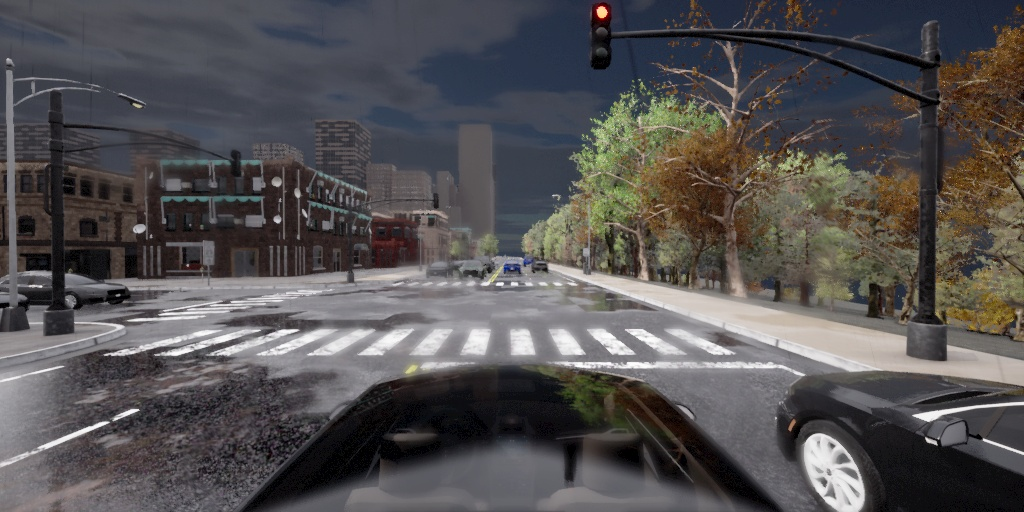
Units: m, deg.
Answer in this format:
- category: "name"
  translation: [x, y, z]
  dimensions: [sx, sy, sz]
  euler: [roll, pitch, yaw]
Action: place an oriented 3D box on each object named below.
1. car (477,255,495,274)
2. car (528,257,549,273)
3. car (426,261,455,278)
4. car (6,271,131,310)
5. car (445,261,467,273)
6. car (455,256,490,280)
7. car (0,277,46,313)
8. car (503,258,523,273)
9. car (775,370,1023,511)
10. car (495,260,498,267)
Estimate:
- category: "car"
  translation: [-3.425, 0.958, 41.292]
  dimensions: [2.150, 2.045, 5.566]
  euler: [0, 0, 0]
- category: "car"
  translation: [3.263, 1.241, 42.748]
  dimensions: [1.837, 1.490, 4.892]
  euler: [0, 0, 0]
- category: "car"
  translation: [-6.656, 1.218, 33.540]
  dimensions: [1.882, 1.535, 5.008]
  euler: [0, 0, 0]
- category: "car"
  translation: [-19.370, 1.470, 15.339]
  dimensions: [4.892, 1.490, 1.837]
  euler: [-1, 1, -2]
- category: "car"
  translation: [-6.672, 1.336, 43.502]
  dimensions: [1.895, 1.301, 4.718]
  euler: [0, 0, 0]
- category: "car"
  translation: [-3.405, 1.093, 31.712]
  dimensions: [2.097, 1.767, 4.553]
  euler: [0, 0, 0]
- category: "car"
  translation: [-19.970, 1.565, 12.656]
  dimensions: [4.313, 1.339, 1.948]
  euler: [0, 0, 0]
- category: "car"
  translation: [0.013, 1.213, 42.525]
  dimensions: [1.882, 1.535, 5.008]
  euler: [0, 0, 0]
- category: "car"
  translation: [3.365, 1.255, 1.275]
  dimensions: [1.837, 1.490, 4.892]
  euler: [0, 0, -2]
- category: "car"
  translation: [-3.445, 1.296, 51.479]
  dimensions: [1.994, 1.385, 4.181]
  euler: [0, 0, 0]
